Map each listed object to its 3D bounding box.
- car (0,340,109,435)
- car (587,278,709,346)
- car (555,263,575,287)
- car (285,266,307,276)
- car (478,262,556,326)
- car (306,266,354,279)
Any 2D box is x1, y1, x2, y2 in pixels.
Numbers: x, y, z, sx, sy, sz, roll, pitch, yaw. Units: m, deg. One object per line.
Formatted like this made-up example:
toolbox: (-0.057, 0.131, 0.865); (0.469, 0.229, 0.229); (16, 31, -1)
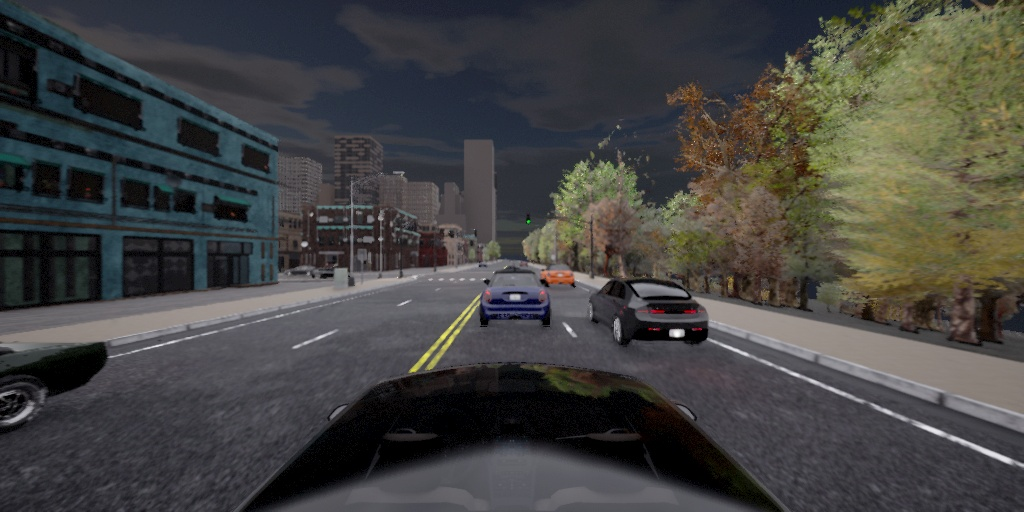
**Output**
car: (-6.601, 1.362, 2.749); (1.895, 1.301, 4.718); (0, -1, 0)
car: (3.341, 1.330, 9.686); (1.837, 1.490, 4.892); (0, 0, 0)
car: (3.326, 1.339, 26.796); (2.097, 1.767, 4.553); (0, 0, 0)
car: (-28.326, 2.013, 48.523); (4.403, 1.370, 2.007); (0, 0, 0)
car: (0.090, 1.202, 12.232); (2.097, 1.767, 4.553); (0, 0, 0)
car: (-19.985, 1.934, 40.020); (4.313, 1.339, 1.948); (0, 0, 0)
